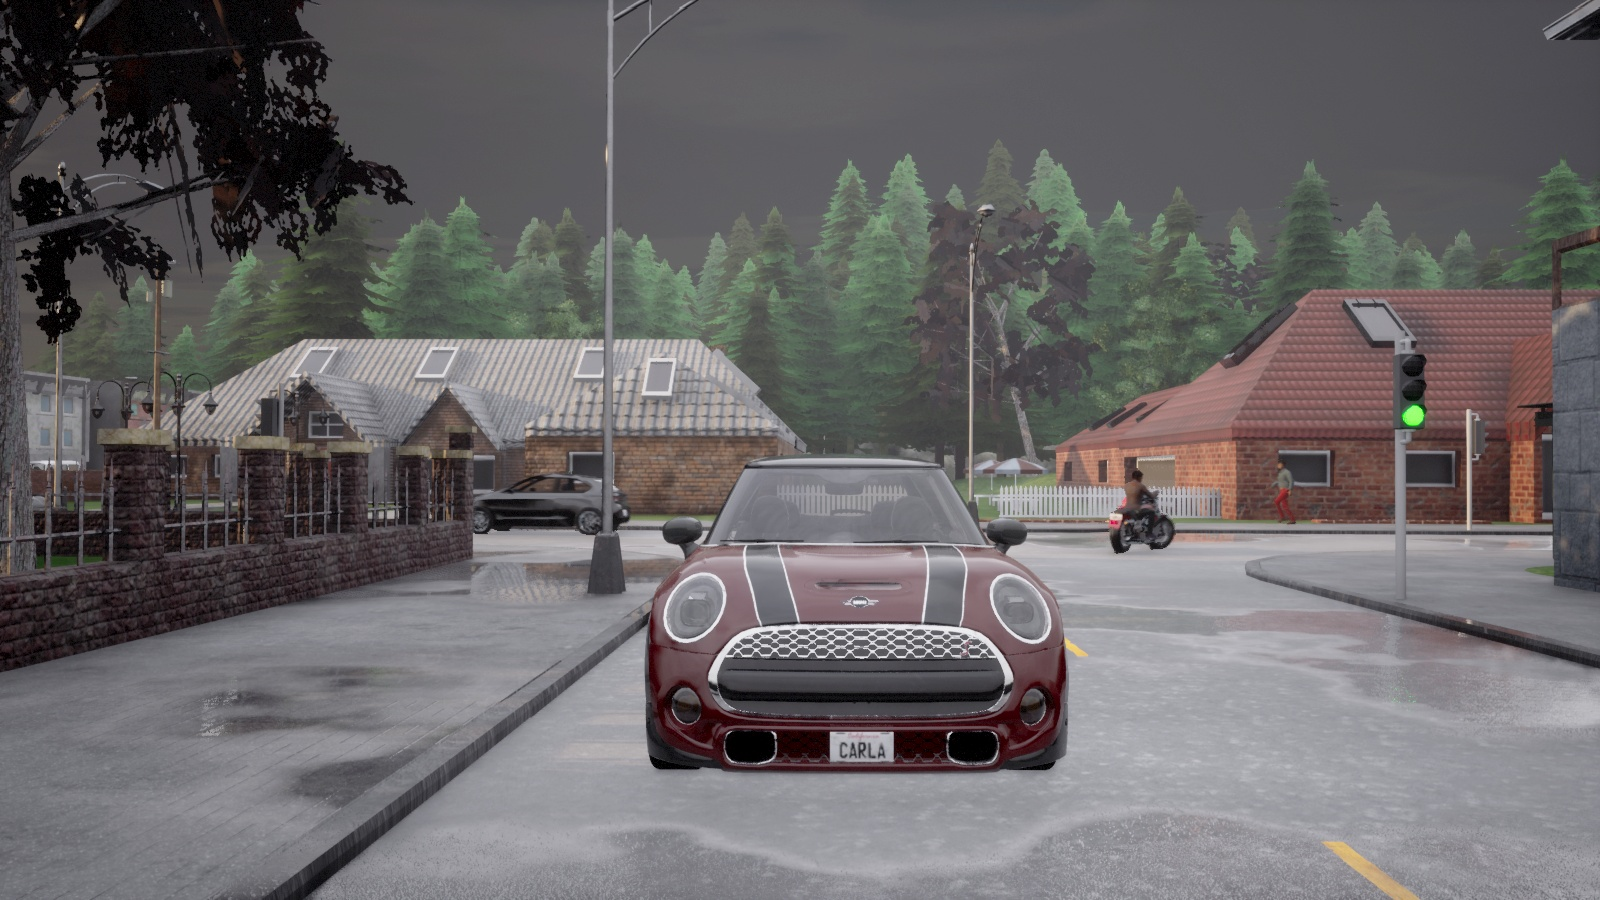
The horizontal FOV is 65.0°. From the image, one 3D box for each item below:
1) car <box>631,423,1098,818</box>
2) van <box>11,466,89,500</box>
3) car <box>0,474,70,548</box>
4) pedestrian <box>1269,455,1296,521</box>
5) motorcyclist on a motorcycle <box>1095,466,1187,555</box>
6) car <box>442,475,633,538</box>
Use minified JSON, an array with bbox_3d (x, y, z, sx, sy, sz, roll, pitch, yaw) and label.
[{"bbox_3d":[0.271,0.805,7.943,2.097,1.767,4.553,0,-1,0],"label":"car"},{"bbox_3d":[-46.843,2.041,78.569,2.069,2.038,4.480,0,-1,2],"label":"van"},{"bbox_3d":[-18.574,1.289,27.041,4.514,1.525,2.007,0,-1,0],"label":"car"},{"bbox_3d":[13.487,1.058,35.110,0.614,1.847,0.353,0,-1,0],"label":"pedestrian"},{"bbox_3d":[6.751,1.153,24.783,0.766,1.649,2.350,2,1,41],"label":"motorcyclist on a motorcycle"},{"bbox_3d":[-6.365,1.368,30.703,4.193,1.474,1.816,0,-1,7],"label":"car"}]
